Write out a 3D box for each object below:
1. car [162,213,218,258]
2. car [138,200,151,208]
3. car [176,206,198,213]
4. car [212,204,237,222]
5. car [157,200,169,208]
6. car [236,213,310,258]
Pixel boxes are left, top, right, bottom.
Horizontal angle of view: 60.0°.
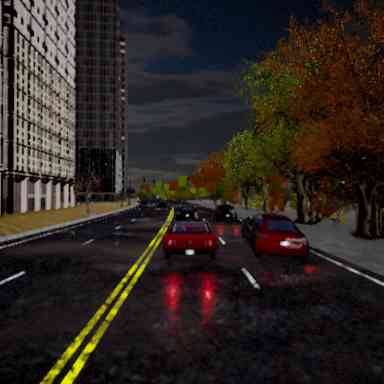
[{"bbox_3d":[-0.067,1.739,13.290,1.895,1.301,4.718,0,-1,0],"label":"car"},{"bbox_3d":[-8.431,2.127,59.544,1.837,1.490,4.892,0,-1,-3],"label":"car"},{"bbox_3d":[-0.399,1.861,28.629,1.994,1.385,4.181,0,-1,-1],"label":"car"},{"bbox_3d":[2.819,1.793,29.080,1.812,1.442,4.674,-2,-2,-1],"label":"car"},{"bbox_3d":[-5.123,2.174,58.515,1.994,1.385,4.181,0,-1,-3],"label":"car"},{"bbox_3d":[3.226,1.568,13.474,1.994,1.385,4.181,5,5,0],"label":"car"}]
